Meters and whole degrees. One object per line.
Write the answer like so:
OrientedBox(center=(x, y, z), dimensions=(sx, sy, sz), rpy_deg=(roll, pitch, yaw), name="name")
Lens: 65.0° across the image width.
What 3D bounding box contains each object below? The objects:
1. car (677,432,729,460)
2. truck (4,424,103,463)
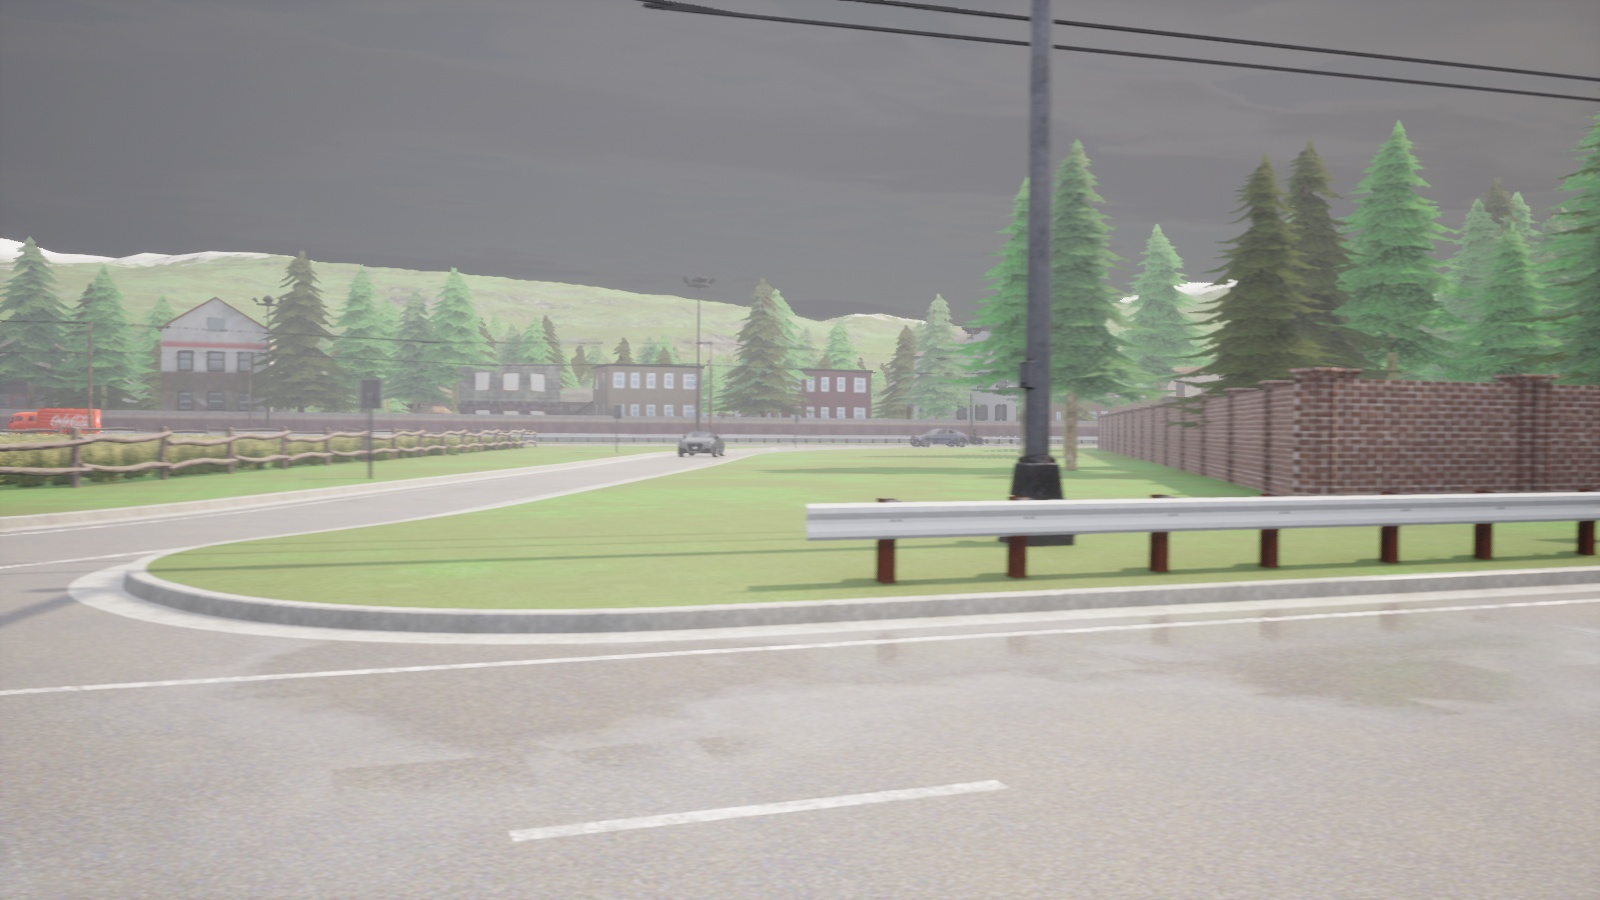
OrientedBox(center=(-5.046, -0.211, 65.773), dimensions=(1.994, 1.385, 4.181), rpy_deg=(-1, 1, 5), name="car")
OrientedBox(center=(-49.695, -0.467, 83.751), dimensions=(5.204, 2.467, 2.627), rpy_deg=(-1, 1, -21), name="truck")
